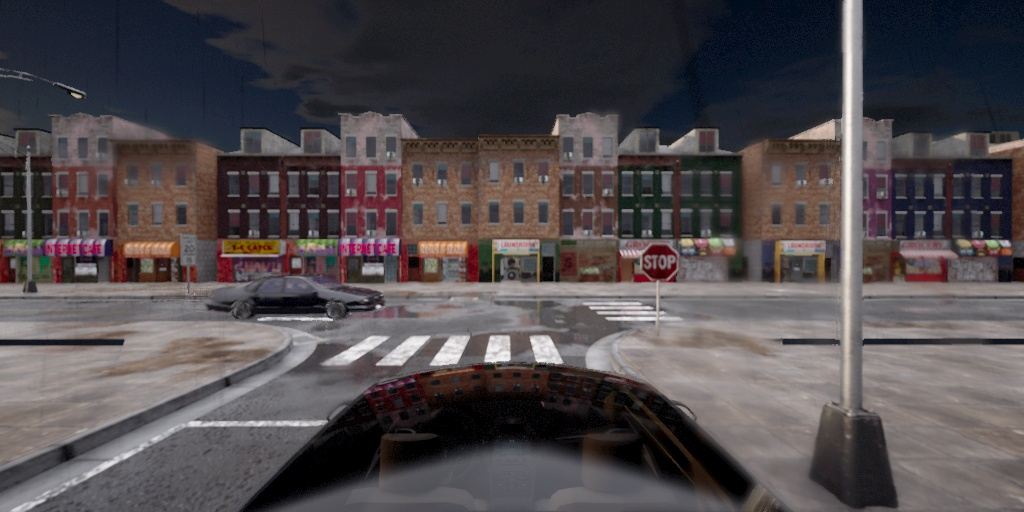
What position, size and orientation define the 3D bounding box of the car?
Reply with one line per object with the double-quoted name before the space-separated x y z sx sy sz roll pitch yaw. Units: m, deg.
"car" -7.263 1.351 12.298 5.357 1.411 2.033 0 0 0
